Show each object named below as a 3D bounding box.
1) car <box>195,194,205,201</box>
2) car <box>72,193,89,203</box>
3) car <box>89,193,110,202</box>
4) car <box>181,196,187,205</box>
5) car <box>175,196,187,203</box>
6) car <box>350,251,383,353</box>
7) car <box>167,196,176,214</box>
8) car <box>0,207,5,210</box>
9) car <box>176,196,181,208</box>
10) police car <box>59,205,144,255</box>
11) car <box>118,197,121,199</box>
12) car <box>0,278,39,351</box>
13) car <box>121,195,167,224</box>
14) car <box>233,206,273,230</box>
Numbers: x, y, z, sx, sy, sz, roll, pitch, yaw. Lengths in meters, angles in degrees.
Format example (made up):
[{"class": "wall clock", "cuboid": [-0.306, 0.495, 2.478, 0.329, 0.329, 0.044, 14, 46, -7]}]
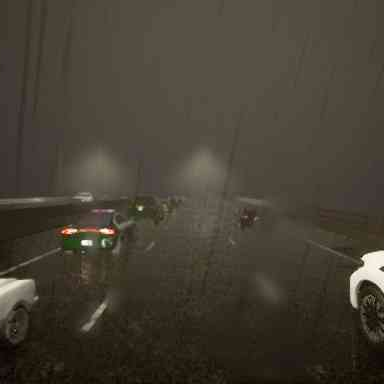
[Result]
[{"class": "car", "cuboid": [1.728, 1.405, 77.238, 2.128, 1.511, 4.902, 0, 0, 3]}, {"class": "car", "cuboid": [-19.949, 1.194, 60.749, 2.150, 2.045, 5.566, 0, 0, 3]}, {"class": "car", "cuboid": [-16.472, 1.327, 60.345, 2.097, 1.767, 4.553, 0, 0, 3]}, {"class": "car", "cuboid": [-2.537, 1.474, 57.240, 2.128, 1.511, 4.902, 0, 0, 2]}, {"class": "car", "cuboid": [-2.136, 1.538, 68.201, 2.033, 1.411, 5.357, 0, 0, 2]}, {"class": "car", "cuboid": [3.609, 1.218, 2.969, 2.150, 2.045, 5.566, 0, 0, 0]}, {"class": "car", "cuboid": [-3.127, 1.430, 35.502, 1.801, 1.575, 5.366, 0, 0, 1]}, {"class": "car", "cuboid": [-13.954, 1.468, 21.317, 2.128, 1.511, 4.902, 0, 0, 1]}, {"class": "car", "cuboid": [-2.869, 1.501, 46.277, 1.812, 1.442, 4.674, 0, 0, 2]}, {"class": "police car", "cuboid": [-3.446, 1.491, 13.379, 2.038, 1.542, 4.974, 0, 0, 0]}, {"class": "car", "cuboid": [-12.890, 1.541, 62.313, 1.994, 1.385, 4.181, 0, 0, 3]}, {"class": "car", "cuboid": [-3.389, 1.597, 3.233, 1.895, 1.301, 4.718, 0, 0, 0]}, {"class": "car", "cuboid": [-3.323, 1.199, 24.376, 2.150, 2.045, 5.566, 0, 0, 1]}, {"class": "car", "cuboid": [3.741, 1.546, 20.877, 1.994, 1.385, 4.181, 0, 0, 1]}]
